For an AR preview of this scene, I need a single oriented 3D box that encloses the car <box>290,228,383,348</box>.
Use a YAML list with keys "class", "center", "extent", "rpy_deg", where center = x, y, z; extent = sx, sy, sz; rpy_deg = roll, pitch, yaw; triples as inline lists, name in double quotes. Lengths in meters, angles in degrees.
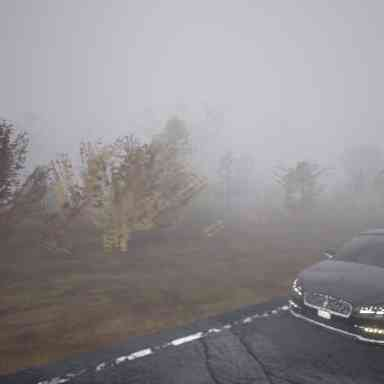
- class: "car"
  center: [3.849, 1.469, 6.124]
  extent: [4.892, 1.490, 1.837]
  rpy_deg: [0, 0, -36]
